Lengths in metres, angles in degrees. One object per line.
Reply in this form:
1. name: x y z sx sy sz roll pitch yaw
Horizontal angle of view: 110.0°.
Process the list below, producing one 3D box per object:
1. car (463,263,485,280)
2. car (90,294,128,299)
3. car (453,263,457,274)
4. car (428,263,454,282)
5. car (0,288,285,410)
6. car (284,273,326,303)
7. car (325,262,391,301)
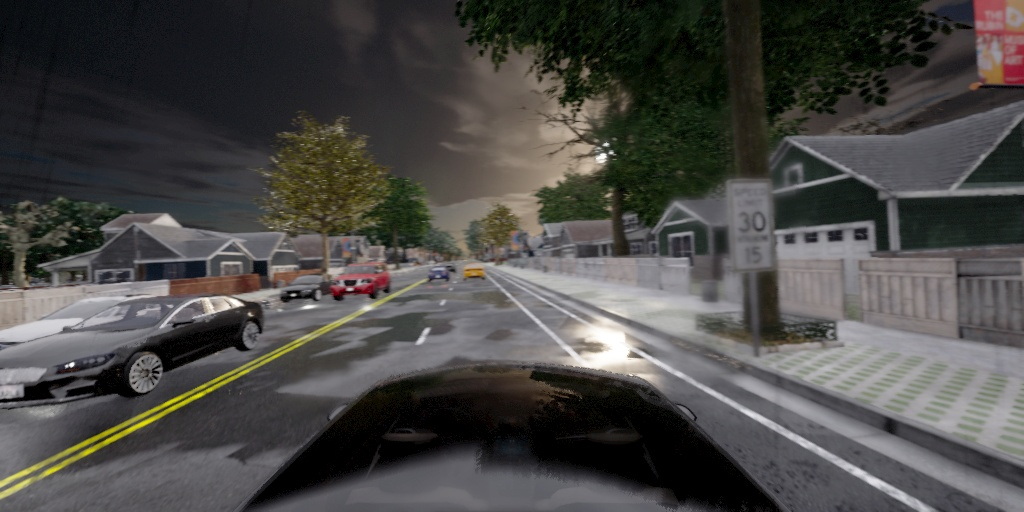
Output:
1. car: -3.650 1.443 34.399 1.882 1.535 5.008 -3 0 -7
2. car: -10.640 1.792 9.498 1.812 1.442 4.674 -3 0 -7
3. car: -8.894 1.740 51.125 1.837 1.490 4.892 -3 0 -7
4. car: -6.825 1.642 33.914 1.812 1.442 4.674 -3 0 -7
5. car: -7.100 1.587 7.269 2.128 1.511 4.902 -3 0 -7
6. car: -12.088 1.855 21.741 1.837 1.490 4.892 -3 0 -7
7. car: -8.805 1.418 21.461 2.150 2.045 5.566 -3 0 -7
